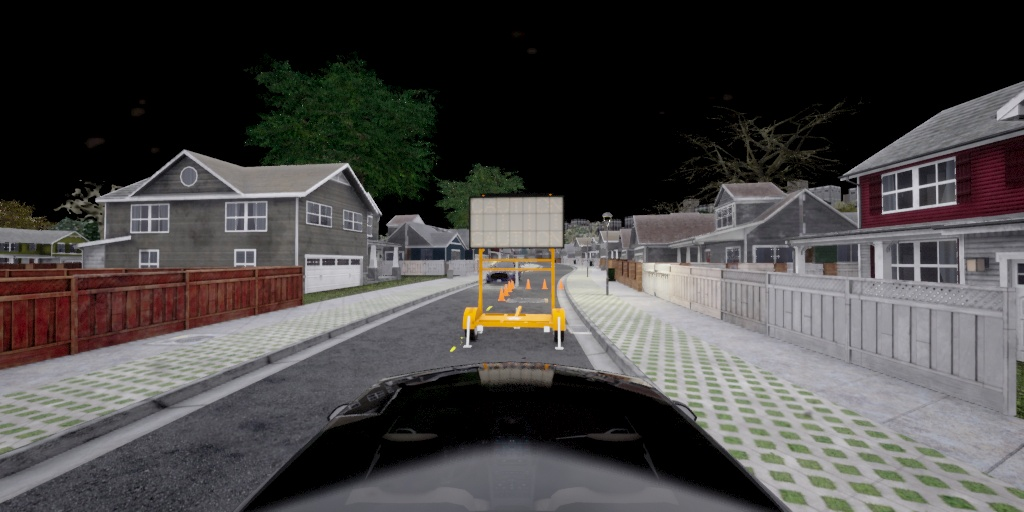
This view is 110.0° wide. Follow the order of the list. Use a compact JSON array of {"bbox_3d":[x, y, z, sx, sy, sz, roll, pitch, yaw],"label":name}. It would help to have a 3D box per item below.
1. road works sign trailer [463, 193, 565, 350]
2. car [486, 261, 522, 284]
[{"bbox_3d":[0.131,0.218,9.160,2.380,3.560,2.880,0,0,5],"label":"road works sign trailer"},{"bbox_3d":[-0.559,1.138,27.098,2.097,1.767,4.553,0,0,9],"label":"car"}]
